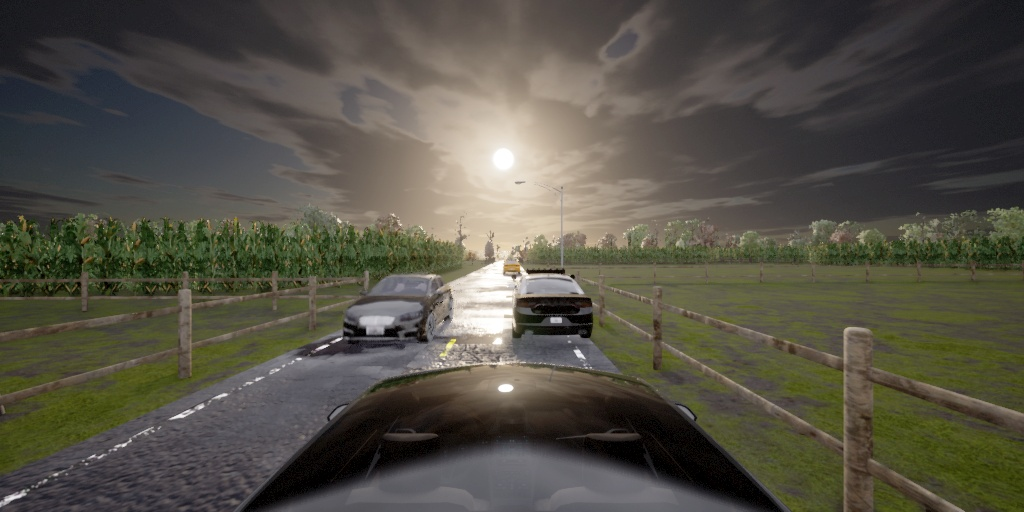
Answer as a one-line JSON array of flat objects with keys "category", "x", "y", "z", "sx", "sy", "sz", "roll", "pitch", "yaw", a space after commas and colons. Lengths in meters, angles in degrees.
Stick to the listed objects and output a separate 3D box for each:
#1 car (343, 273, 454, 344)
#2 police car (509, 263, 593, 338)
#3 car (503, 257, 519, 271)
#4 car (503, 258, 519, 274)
[{"category": "car", "x": -2.767, "y": 1.240, "z": 9.697, "sx": 2.128, "sy": 1.511, "sz": 4.902, "roll": 0, "pitch": 0, "yaw": 0}, {"category": "police car", "x": 0.943, "y": 1.174, "z": 10.284, "sx": 1.930, "sy": 1.638, "sz": 5.238, "roll": 0, "pitch": 0, "yaw": 0}, {"category": "car", "x": -0.101, "y": 1.068, "z": 50.574, "sx": 2.097, "sy": 1.767, "sz": 4.553, "roll": 0, "pitch": 0, "yaw": 0}, {"category": "car", "x": -0.017, "y": 1.208, "z": 40.479, "sx": 1.882, "sy": 1.535, "sz": 5.008, "roll": 0, "pitch": 0, "yaw": 0}]
